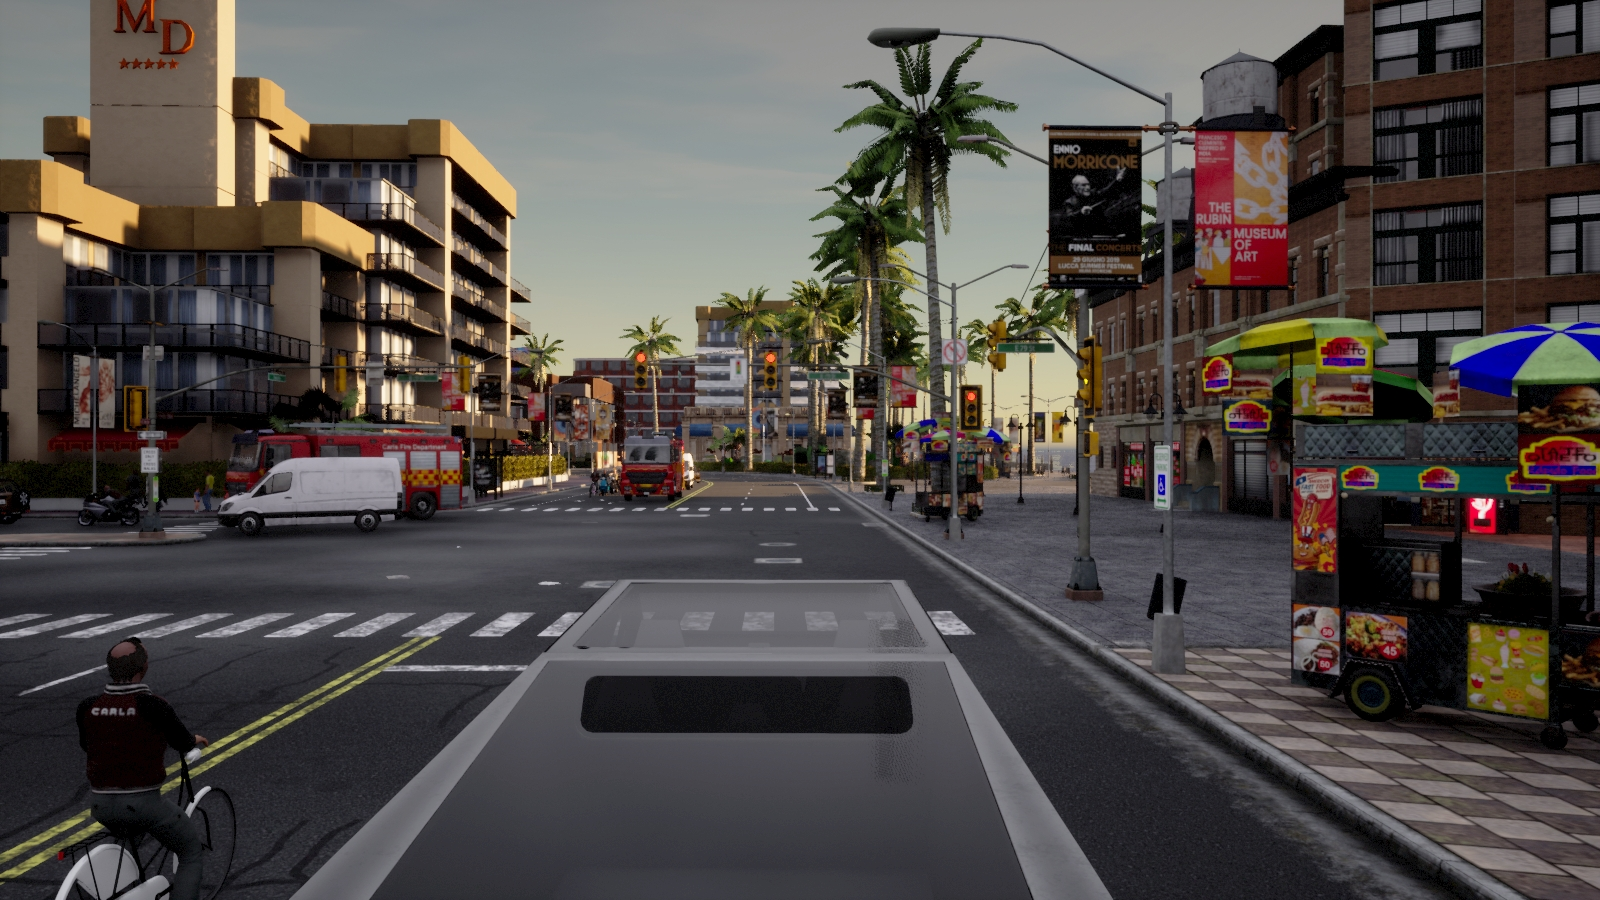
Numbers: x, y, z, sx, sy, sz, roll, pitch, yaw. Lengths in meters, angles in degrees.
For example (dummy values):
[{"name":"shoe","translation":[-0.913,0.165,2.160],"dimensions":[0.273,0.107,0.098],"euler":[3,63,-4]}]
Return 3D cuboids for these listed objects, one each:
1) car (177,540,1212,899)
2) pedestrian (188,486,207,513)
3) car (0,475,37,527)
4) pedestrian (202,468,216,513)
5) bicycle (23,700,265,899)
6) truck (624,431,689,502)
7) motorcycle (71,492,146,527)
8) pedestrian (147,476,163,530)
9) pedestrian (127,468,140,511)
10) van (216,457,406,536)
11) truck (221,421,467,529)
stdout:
[{"name":"car","translation":[-0.214,1.754,5.773],"dimensions":[2.390,2.098,6.274],"euler":[0,0,1]},{"name":"pedestrian","translation":[-25.168,2.077,47.714],"dimensions":[0.500,1.100,0.500],"euler":[0,0,12]},{"name":"car","translation":[-31.074,1.864,42.073],"dimensions":[4.605,1.855,1.932],"euler":[0,0,-2]},{"name":"pedestrian","translation":[-24.558,1.696,47.490],"dimensions":[0.375,1.860,0.375],"euler":[0,0,0]},{"name":"bicycle","translation":[-3.625,2.210,6.485],"dimensions":[0.329,1.171,1.835],"euler":[0,0,0]},{"name":"truck","translation":[-8.113,0.890,65.657],"dimensions":[2.891,3.827,8.468],"euler":[0,0,-1]},{"name":"motorcycle","translation":[-25.598,2.205,42.324],"dimensions":[2.209,1.251,0.867],"euler":[0,0,-5]},{"name":"pedestrian","translation":[-22.478,1.848,39.810],"dimensions":[0.375,1.860,0.375],"euler":[0,0,-9]},{"name":"pedestrian","translation":[-28.851,1.698,49.447],"dimensions":[0.375,1.860,0.375],"euler":[0,0,-3]},{"name":"van","translation":[-16.909,1.534,39.655],"dimensions":[5.915,2.561,1.988],"euler":[0,0,-25]},{"name":"truck","translation":[-17.605,0.891,44.624],"dimensions":[8.468,3.827,2.891],"euler":[0,0,-45]}]
